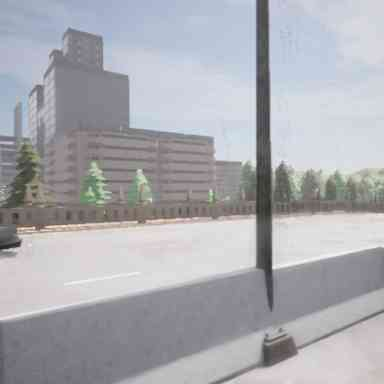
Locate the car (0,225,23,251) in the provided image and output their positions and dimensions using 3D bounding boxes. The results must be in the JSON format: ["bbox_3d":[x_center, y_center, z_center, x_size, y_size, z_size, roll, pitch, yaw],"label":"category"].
[{"bbox_3d":[-8.530,1.550,10.806,5.357,1.411,2.033,0,0,-36],"label":"car"}]
